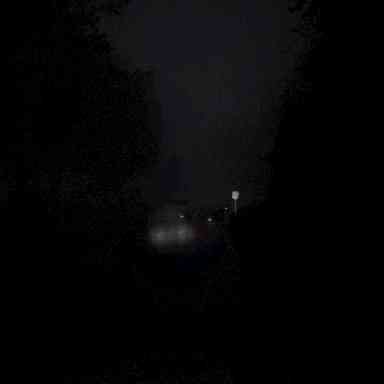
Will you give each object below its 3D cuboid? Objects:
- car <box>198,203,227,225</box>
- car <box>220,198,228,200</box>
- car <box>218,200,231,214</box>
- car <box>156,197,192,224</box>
[{"bbox_3d":[1.574,1.792,25.895,1.895,1.301,4.718,0,-1,6],"label":"car"},{"bbox_3d":[6.430,2.053,67.085,1.837,1.490,4.892,1,1,15],"label":"car"},{"bbox_3d":[4.017,2.100,43.182,1.895,1.301,4.718,0,-1,10],"label":"car"},{"bbox_3d":[-1.303,1.406,26.726,2.150,2.045,5.566,0,-1,6],"label":"car"}]
